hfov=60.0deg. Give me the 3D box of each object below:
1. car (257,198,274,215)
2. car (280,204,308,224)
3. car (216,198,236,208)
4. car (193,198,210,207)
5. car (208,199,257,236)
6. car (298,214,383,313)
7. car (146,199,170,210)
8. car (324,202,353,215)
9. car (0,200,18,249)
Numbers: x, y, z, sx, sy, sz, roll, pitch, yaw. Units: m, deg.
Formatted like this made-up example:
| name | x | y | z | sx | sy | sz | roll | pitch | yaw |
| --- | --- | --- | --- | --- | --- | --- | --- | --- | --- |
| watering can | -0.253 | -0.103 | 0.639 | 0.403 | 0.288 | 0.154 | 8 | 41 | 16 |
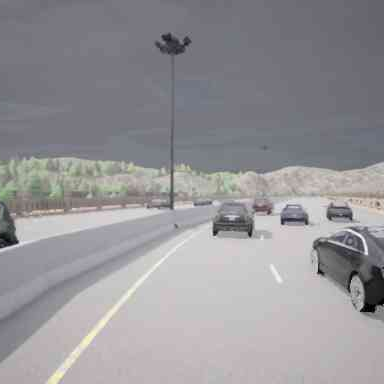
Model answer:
| name | x | y | z | sx | sy | sz | roll | pitch | yaw |
| --- | --- | --- | --- | --- | --- | --- | --- | --- | --- |
| car | 7.681 | 1.452 | 36.079 | 2.097 | 1.767 | 4.553 | 0 | 0 | 19 |
| car | 7.772 | 1.627 | 25.269 | 1.994 | 1.385 | 4.181 | 0 | 0 | 17 |
| car | 5.276 | 1.719 | 50.910 | 1.994 | 1.385 | 4.181 | 0 | 0 | 20 |
| car | 1.714 | 1.620 | 51.338 | 1.882 | 1.535 | 5.008 | 0 | 0 | 20 |
| car | 2.458 | 1.383 | 18.902 | 2.097 | 1.767 | 4.553 | 0 | 0 | 12 |
| car | 4.144 | 1.513 | 7.575 | 2.128 | 1.511 | 4.902 | 0 | 0 | 5 |
| car | -4.434 | 1.614 | 44.480 | 1.812 | 1.442 | 4.674 | 0 | 0 | 20 |
| car | 12.407 | 1.579 | 28.278 | 2.128 | 1.511 | 4.902 | 0 | 0 | 18 |
| car | -6.581 | 1.199 | 7.940 | 2.150 | 2.045 | 5.566 | 0 | 0 | 5 |
